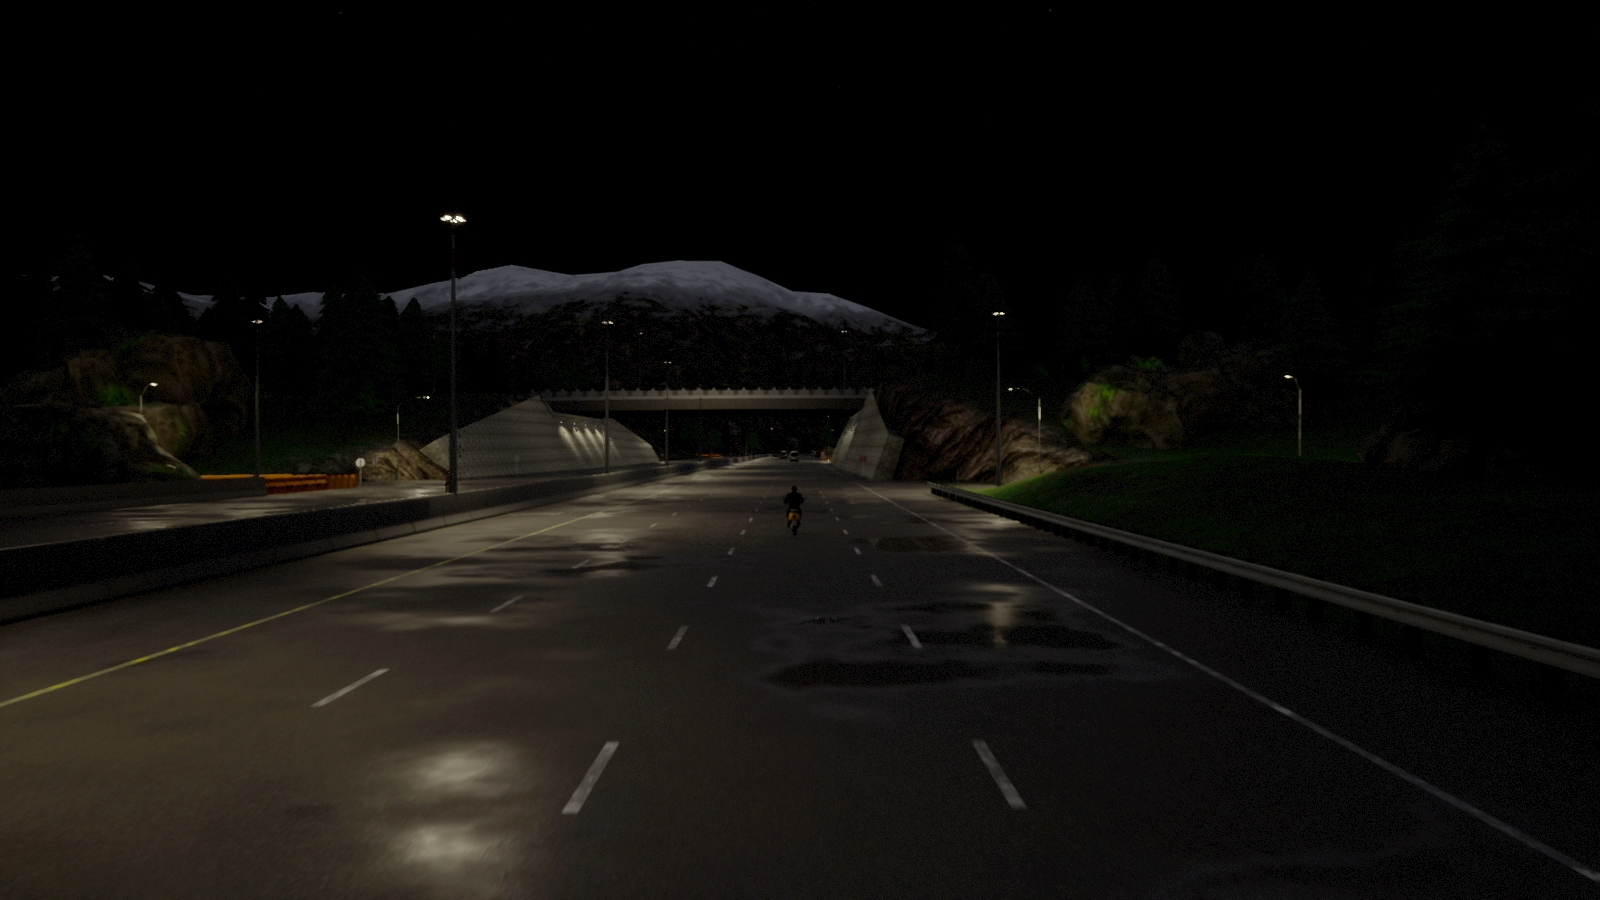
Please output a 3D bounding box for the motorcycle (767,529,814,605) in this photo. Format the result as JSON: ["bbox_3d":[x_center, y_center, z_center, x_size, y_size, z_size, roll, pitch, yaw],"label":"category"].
[{"bbox_3d":[-0.177,2.182,21.586,0.856,1.236,1.805,0,0,0],"label":"motorcycle"}]
